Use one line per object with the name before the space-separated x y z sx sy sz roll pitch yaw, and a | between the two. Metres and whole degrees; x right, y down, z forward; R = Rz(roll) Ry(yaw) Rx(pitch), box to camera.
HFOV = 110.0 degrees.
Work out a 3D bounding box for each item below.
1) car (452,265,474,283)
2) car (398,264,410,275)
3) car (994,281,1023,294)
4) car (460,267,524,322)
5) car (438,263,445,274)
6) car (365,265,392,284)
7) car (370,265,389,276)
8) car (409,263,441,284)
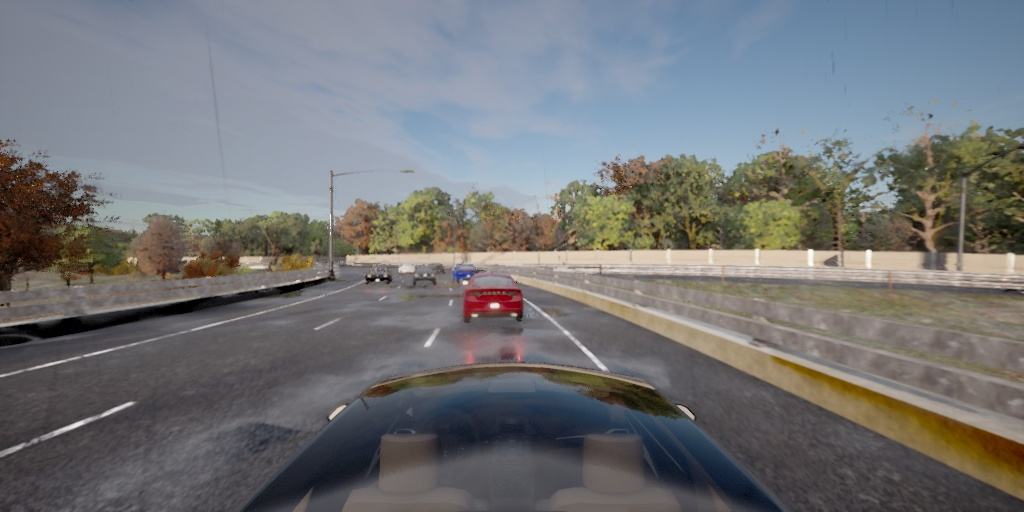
car | -4.093 1.495 31.203 1.882 1.535 5.008 0 -1 -15
car | -14.084 1.734 48.152 1.812 1.442 4.674 0 0 -25
car | 38.949 2.222 26.125 4.718 1.301 1.895 3 1 28
car | -0.748 1.325 12.884 1.882 1.535 5.008 0 -1 -6
car | -10.465 1.700 48.683 1.837 1.490 4.892 0 -1 -24
car | -11.224 1.647 30.481 1.895 1.301 4.718 0 -1 -16
car | -17.528 1.819 47.324 1.895 1.301 4.718 0 -1 -26
car | -7.420 1.573 30.355 2.033 1.411 5.357 0 -1 -15
